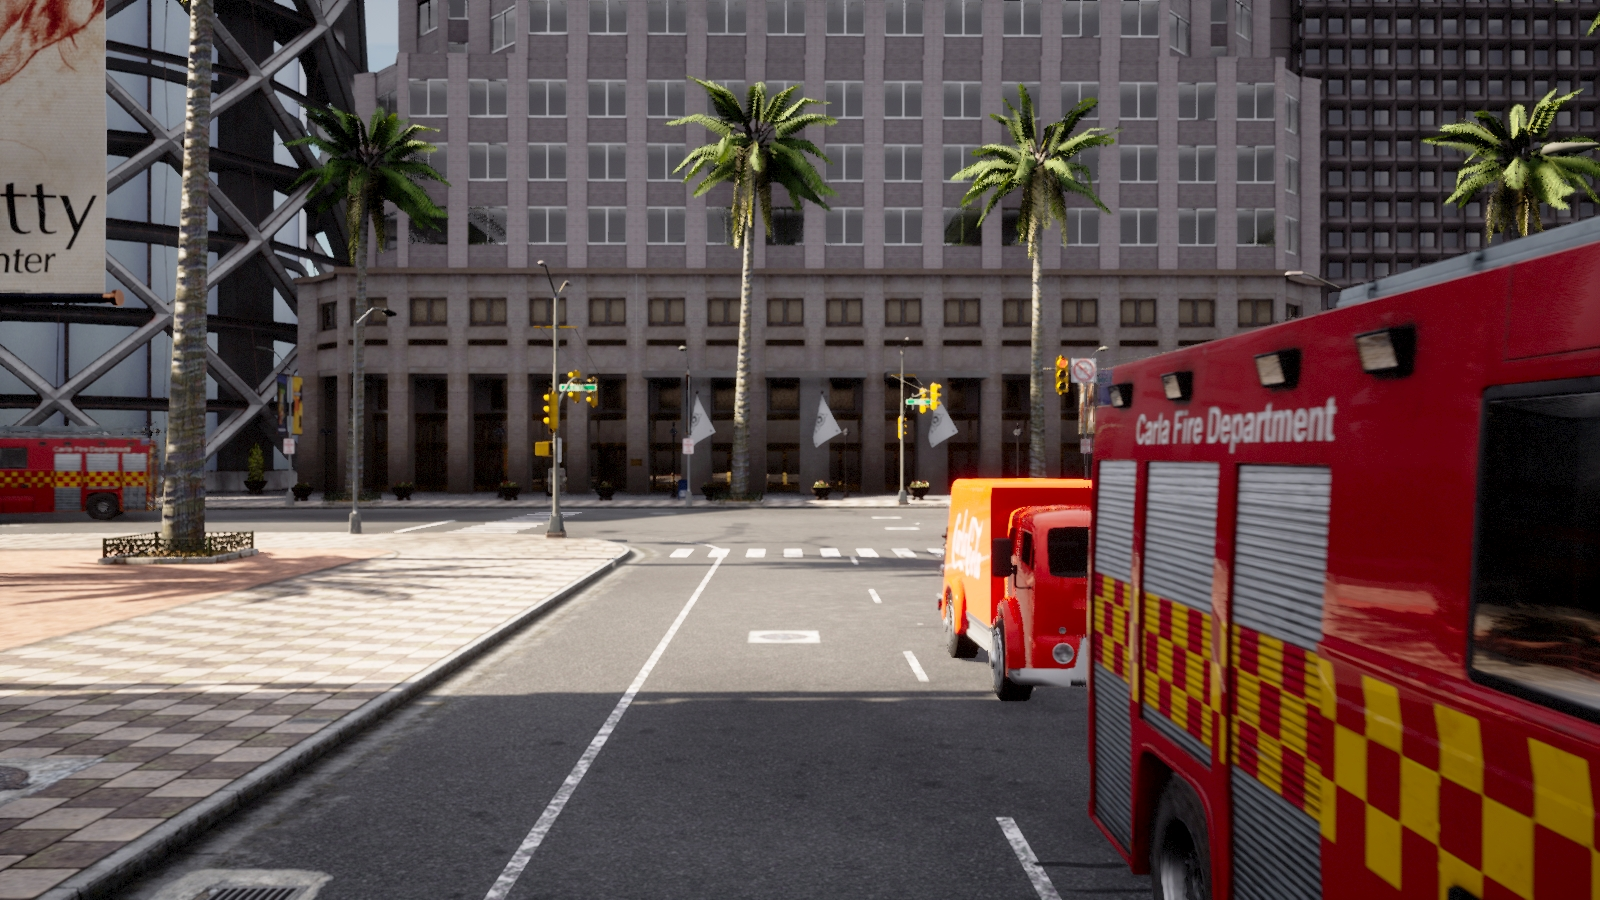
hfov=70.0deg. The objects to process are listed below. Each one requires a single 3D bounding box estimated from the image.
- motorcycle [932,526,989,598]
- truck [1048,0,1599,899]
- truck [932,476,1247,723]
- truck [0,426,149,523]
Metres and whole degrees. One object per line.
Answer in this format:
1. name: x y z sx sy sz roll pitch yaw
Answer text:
1. motorcycle: 3.246 2.253 23.317 0.867 1.251 2.209 0 0 0
2. truck: 3.106 0.900 3.237 2.891 3.827 8.468 0 0 -1
3. truck: 3.291 1.602 14.406 2.627 2.467 5.204 0 0 0
4. truck: -31.636 0.984 46.665 8.468 3.827 2.891 0 0 -23
